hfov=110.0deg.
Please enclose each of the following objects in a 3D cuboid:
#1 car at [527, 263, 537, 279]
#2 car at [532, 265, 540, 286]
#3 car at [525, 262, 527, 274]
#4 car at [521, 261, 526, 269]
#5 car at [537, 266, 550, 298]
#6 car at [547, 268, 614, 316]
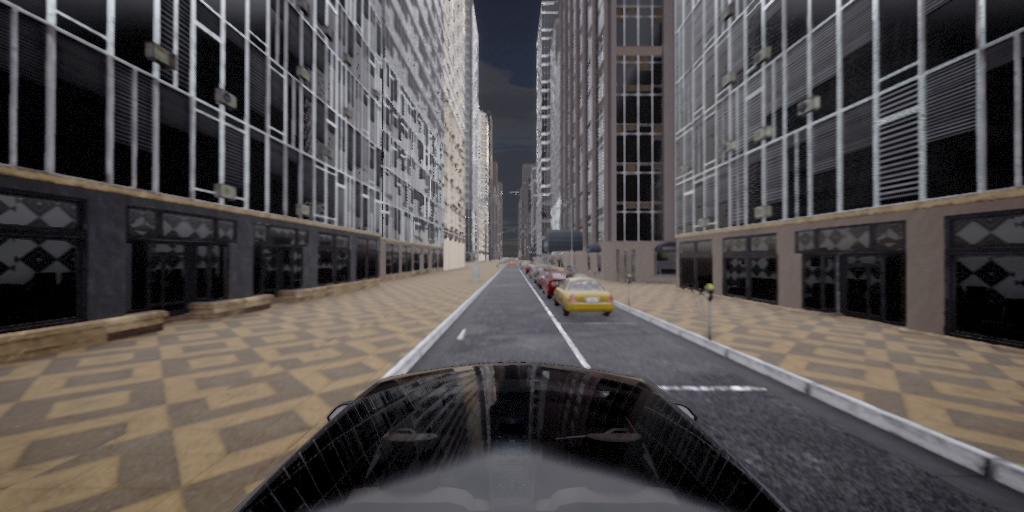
[{"bbox_3d":[2.574,1.533,30.251,2.007,1.370,4.403,0,0,0],"label":"car"},{"bbox_3d":[2.572,1.520,24.700,1.802,1.307,4.207,0,0,0],"label":"car"},{"bbox_3d":[2.576,1.552,35.972,1.751,1.417,4.829,0,0,0],"label":"car"},{"bbox_3d":[2.580,1.659,46.904,1.888,1.381,4.507,0,0,0],"label":"car"},{"bbox_3d":[2.569,1.439,19.149,1.888,1.381,4.507,0,0,0],"label":"car"},{"bbox_3d":[2.567,1.374,13.768,1.751,1.417,4.829,0,0,0],"label":"car"}]
